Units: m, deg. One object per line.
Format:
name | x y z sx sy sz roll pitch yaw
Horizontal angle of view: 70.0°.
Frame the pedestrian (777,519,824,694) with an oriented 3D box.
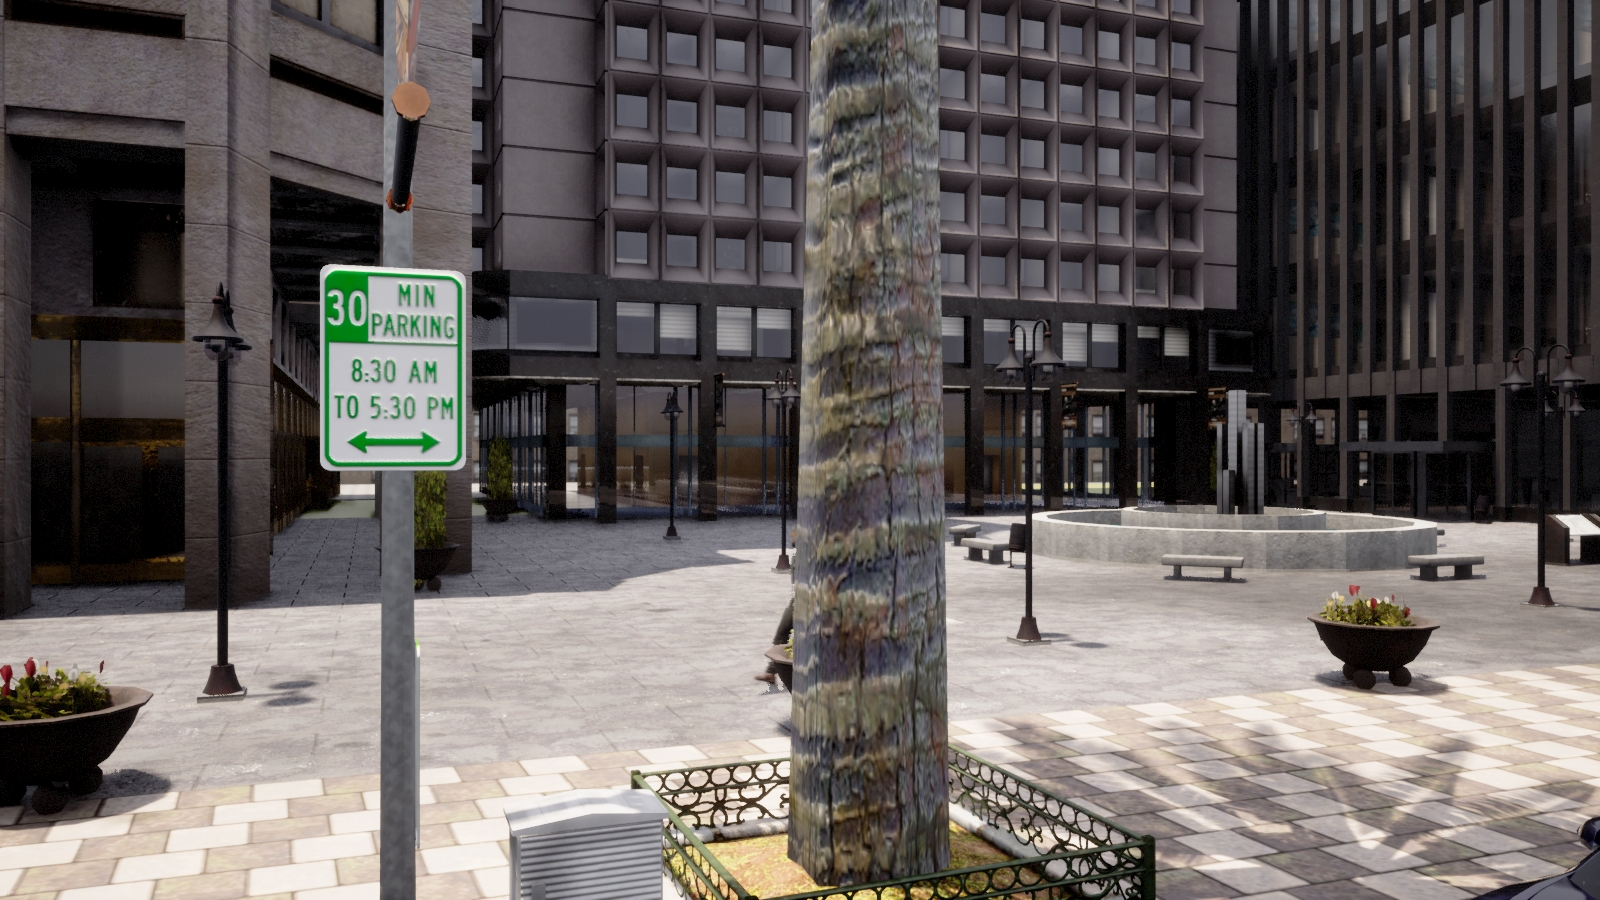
pedestrian | 0.007 1.706 12.606 0.375 1.860 0.375 0 0 -32
